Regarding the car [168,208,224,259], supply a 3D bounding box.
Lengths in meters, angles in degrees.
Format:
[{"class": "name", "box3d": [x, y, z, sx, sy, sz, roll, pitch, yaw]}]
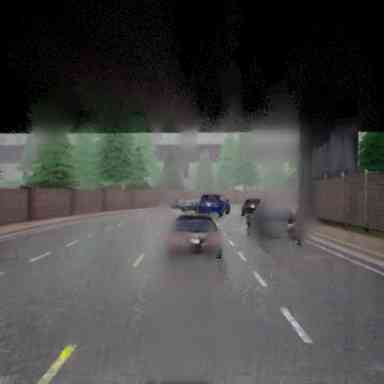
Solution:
[{"class": "car", "box3d": [0.095, 1.550, 12.606, 2.033, 1.411, 5.357, 0, 0, 0]}]

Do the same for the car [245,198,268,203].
[{"class": "car", "box3d": [6.132, 1.359, 32.043, 2.097, 1.767, 4.553, 0, 0, 17]}]

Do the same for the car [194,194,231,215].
[{"class": "car", "box3d": [2.216, 1.228, 31.527, 2.150, 2.045, 5.566, 0, 0, 16]}]

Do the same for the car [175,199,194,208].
[{"class": "car", "box3d": [0.312, 1.513, 37.258, 1.837, 1.490, 4.892, -1, 0, 24]}]

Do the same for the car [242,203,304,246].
[{"class": "car", "box3d": [3.631, 1.495, 15.218, 2.128, 1.511, 4.902, 0, 0, 1]}]

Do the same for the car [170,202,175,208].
[{"class": "car", "box3d": [-1.021, 1.573, 42.360, 1.994, 1.385, 4.181, 0, 0, 31]}]
